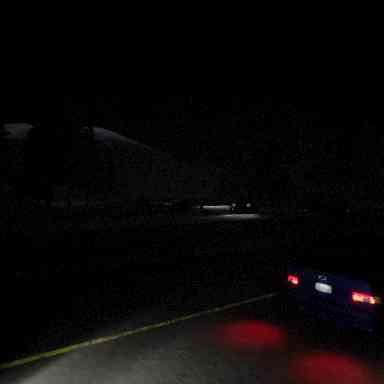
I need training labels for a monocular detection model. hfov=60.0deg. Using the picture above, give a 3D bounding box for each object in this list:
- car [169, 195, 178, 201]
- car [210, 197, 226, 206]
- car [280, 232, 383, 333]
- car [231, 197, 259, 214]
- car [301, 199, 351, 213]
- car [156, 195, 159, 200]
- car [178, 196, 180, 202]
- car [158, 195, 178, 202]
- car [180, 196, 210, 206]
[{"bbox_3d":[-4.630,1.520,83.335,2.033,1.411,5.357,0,0,-7],"label":"car"},{"bbox_3d":[3.881,1.548,54.941,1.994,1.385,4.181,0,0,-27],"label":"car"},{"bbox_3d":[4.098,1.544,6.659,5.357,1.411,2.033,0,0,-35],"label":"car"},{"bbox_3d":[5.713,1.343,35.405,2.097,1.767,4.553,-1,0,23],"label":"car"},{"bbox_3d":[15.071,1.538,37.752,2.033,1.411,5.357,0,0,-38],"label":"car"},{"bbox_3d":[-8.025,1.507,82.048,2.128,1.511,4.902,0,0,-7],"label":"car"},{"bbox_3d":[-1.873,1.509,69.405,1.812,1.442,4.674,0,0,-18],"label":"car"},{"bbox_3d":[-4.921,1.546,67.450,1.994,1.385,4.181,0,0,-18],"label":"car"},{"bbox_3d":[0.391,1.478,54.144,2.128,1.511,4.902,0,0,-26],"label":"car"}]
